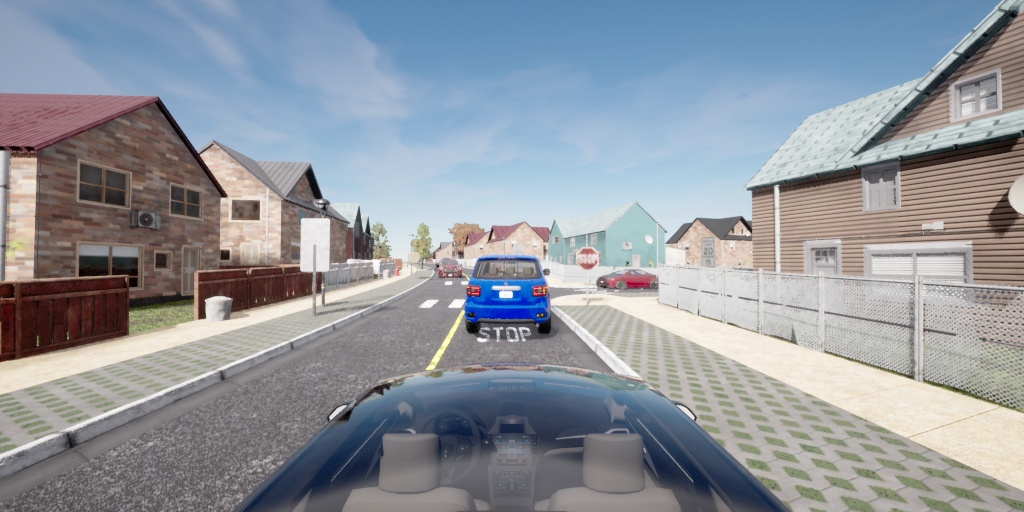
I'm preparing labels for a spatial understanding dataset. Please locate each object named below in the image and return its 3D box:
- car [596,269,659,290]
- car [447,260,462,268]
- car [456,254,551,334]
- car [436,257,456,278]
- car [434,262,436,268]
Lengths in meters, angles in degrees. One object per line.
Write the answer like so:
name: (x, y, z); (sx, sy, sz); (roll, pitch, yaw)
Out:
car: (7.905, 1.574, 24.535); (4.181, 1.385, 1.994); (1, -2, -18)
car: (-10.274, 1.433, 63.551); (1.895, 1.301, 4.718); (0, 0, -19)
car: (-0.019, 0.975, 10.851); (2.150, 2.045, 5.566); (0, 0, 3)
car: (-5.843, 1.115, 33.919); (2.097, 1.767, 4.553); (0, 0, -10)
car: (-11.405, 1.402, 57.572); (1.895, 1.301, 4.718); (0, 0, -17)
